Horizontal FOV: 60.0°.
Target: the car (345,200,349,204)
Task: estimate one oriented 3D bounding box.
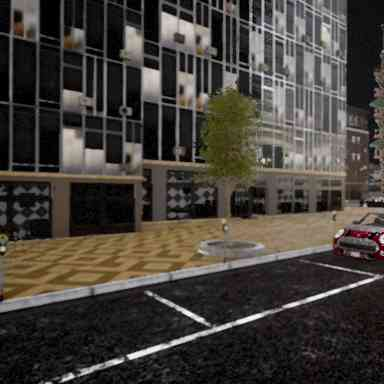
[{"bbox_3d":[22.951,1.414,54.037,1.752,1.417,4.829,0,0,-35],"label":"car"}]

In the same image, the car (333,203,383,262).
[{"bbox_3d":[6.588,1.356,11.249,4.097,1.590,1.967,-1,1,-36],"label":"car"}]

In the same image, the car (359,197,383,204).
[{"bbox_3d":[22.497,1.311,40.004,2.008,1.369,4.403,0,0,-35],"label":"car"}]
